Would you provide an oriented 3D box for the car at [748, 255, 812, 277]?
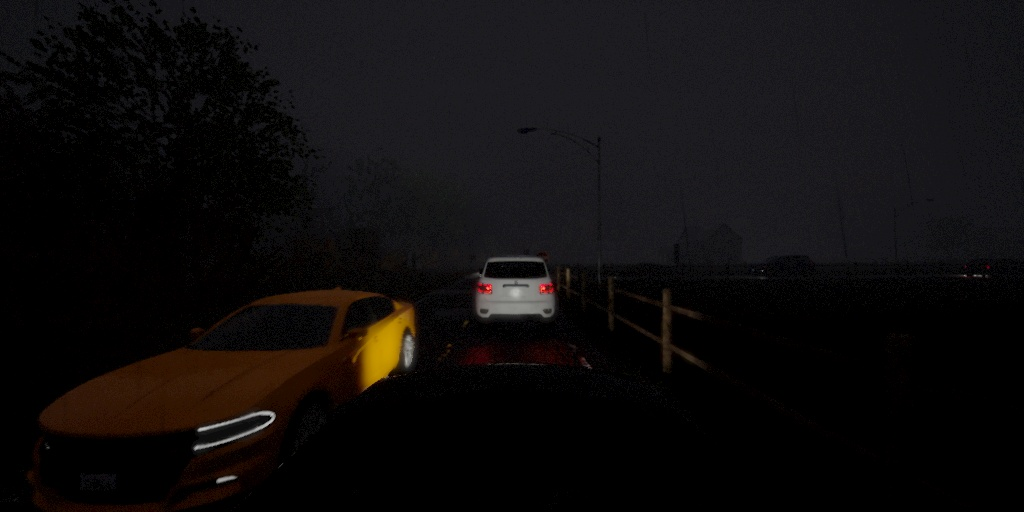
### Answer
[{"bbox_3d":[26.429,0.957,35.287,5.566,2.045,2.150,-1,-1,-1],"label":"car"}]

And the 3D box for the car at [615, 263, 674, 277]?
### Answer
[{"bbox_3d":[12.925,1.349,35.051,5.357,1.411,2.033,0,-1,0],"label":"car"}]

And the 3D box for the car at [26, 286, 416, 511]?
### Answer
[{"bbox_3d":[-2.756,1.239,4.882,1.882,1.535,5.008,0,0,0],"label":"car"}]

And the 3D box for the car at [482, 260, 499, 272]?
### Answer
[{"bbox_3d":[-2.929,1.374,49.500,2.128,1.511,4.902,0,0,0],"label":"car"}]

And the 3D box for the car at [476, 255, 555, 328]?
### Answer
[{"bbox_3d":[0.083,1.004,11.637,2.150,2.045,5.566,0,0,0],"label":"car"}]

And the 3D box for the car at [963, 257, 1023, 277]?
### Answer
[{"bbox_3d":[44.471,0.981,32.726,4.553,1.767,2.097,0,-1,-1],"label":"car"}]
